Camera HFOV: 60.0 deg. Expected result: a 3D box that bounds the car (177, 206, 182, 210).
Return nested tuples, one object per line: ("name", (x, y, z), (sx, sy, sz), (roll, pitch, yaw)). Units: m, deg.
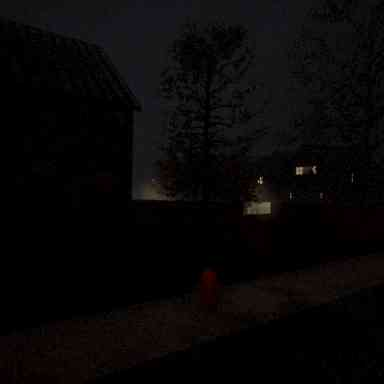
("car", (-1.733, 1.986, 41.100), (1.812, 1.442, 4.674), (2, -2, -35))
